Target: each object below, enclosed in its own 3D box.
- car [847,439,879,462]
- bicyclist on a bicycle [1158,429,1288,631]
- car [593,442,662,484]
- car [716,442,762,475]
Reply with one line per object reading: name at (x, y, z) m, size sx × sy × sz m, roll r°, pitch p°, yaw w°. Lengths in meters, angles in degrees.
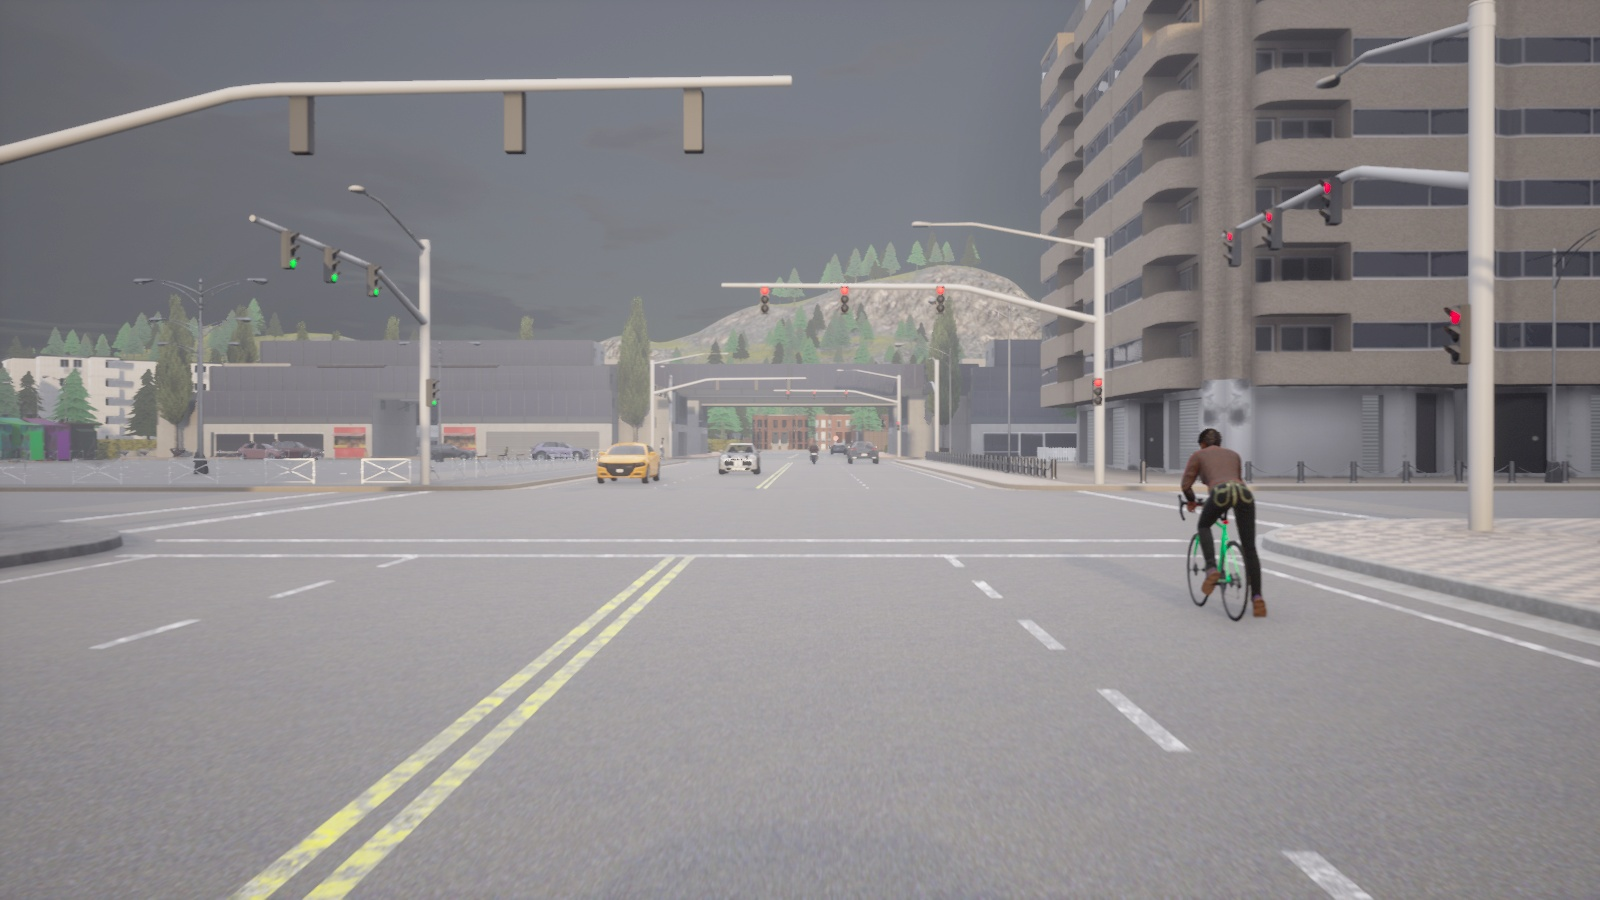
car at (4.478, 0.022, 89.931) m, size 2.152 × 1.651 × 5.027 m, roll 0°, pitch 0°, yaw 1°
bicyclist on a bicycle at (3.632, 0.641, 10.905) m, size 0.582 × 1.620 × 1.656 m, roll 0°, pitch 0°, yaw 1°
car at (-6.476, 0.450, 47.597) m, size 1.882 × 1.535 × 5.008 m, roll 0°, pitch 0°, yaw 1°
car at (-2.849, 0.375, 59.407) m, size 1.970 × 1.475 × 3.806 m, roll 0°, pitch 0°, yaw 1°
